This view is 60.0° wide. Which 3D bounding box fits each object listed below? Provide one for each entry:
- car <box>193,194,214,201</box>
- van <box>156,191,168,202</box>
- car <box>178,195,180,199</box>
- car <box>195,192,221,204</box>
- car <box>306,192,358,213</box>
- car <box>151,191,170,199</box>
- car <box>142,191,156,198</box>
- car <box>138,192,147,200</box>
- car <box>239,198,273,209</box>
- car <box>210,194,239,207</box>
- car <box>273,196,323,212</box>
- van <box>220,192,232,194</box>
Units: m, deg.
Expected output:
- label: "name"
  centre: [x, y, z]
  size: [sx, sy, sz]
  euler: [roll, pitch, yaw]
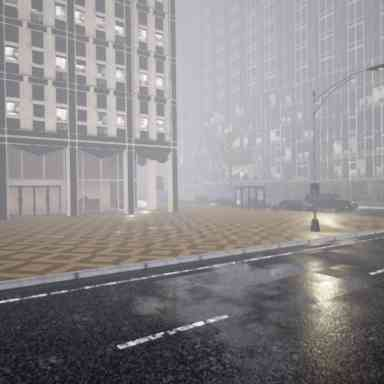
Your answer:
- label: "car"
  centre: [2.198, 1.033, 63.898]
  size: [1.802, 1.307, 4.206]
  euler: [-1, 1, -35]
- label: "van"
  centre: [-4.706, 0.929, 59.146]
  size: [1.690, 1.788, 3.998]
  euler: [-1, 1, -35]
- label: "car"
  centre: [-4.246, 0.926, 73.263]
  size: [1.802, 1.307, 4.206]
  euler: [-1, 1, -35]
- label: "car"
  centre: [2.246, 1.188, 53.633]
  size: [1.994, 1.385, 4.181]
  euler: [-1, 1, -34]
- label: "car"
  centre: [14.675, 1.046, 35.527]
  size: [2.150, 2.045, 5.566]
  euler: [-1, 1, -35]
- label: "car"
  centre: [-7.468, 0.605, 77.941]
  size: [2.192, 1.841, 5.009]
  euler: [-1, 1, -35]
- label: "car"
  centre: [-10.690, 0.676, 82.625]
  size: [1.967, 1.590, 4.097]
  euler: [-1, 1, -35]
- label: "car"
  centre: [-11.150, 1.032, 68.513]
  size: [2.008, 1.369, 4.403]
  euler: [0, 1, -35]
- label: "car"
  centre: [8.089, 1.380, 40.359]
  size: [1.802, 1.307, 4.206]
  euler: [-1, 1, -35]
- label: "car"
  centre: [4.915, 1.312, 45.074]
  size: [1.947, 1.339, 4.313]
  euler: [-1, 1, -35]
- label: "car"
  centre: [11.297, 1.416, 35.665]
  size: [1.947, 1.339, 4.313]
  euler: [-1, 1, -35]
- label: "van"
  centre: [5.419, 0.845, 59.213]
  size: [1.690, 1.788, 3.998]
  euler: [-1, 1, -35]
